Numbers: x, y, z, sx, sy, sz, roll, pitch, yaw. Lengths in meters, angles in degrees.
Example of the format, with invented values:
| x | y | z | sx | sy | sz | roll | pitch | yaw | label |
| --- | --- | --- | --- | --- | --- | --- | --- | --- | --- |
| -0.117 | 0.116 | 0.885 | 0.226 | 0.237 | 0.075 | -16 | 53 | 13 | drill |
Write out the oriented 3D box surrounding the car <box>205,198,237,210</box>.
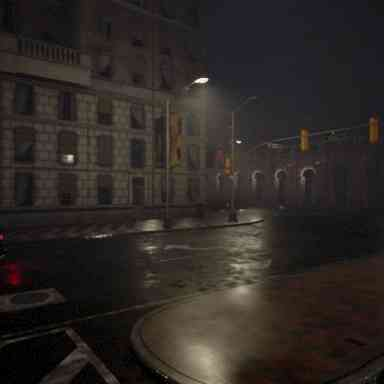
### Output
| x | y | z | sx | sy | sz | roll | pitch | yaw | label |
| --- | --- | --- | --- | --- | --- | --- | --- | --- | --- |
| 2.996 | 1.492 | 43.051 | 2.128 | 1.511 | 4.902 | 0 | 0 | -36 | car |

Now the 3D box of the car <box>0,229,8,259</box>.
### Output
| x | y | z | sx | sy | sz | roll | pitch | yaw | label |
| --- | --- | --- | --- | --- | --- | --- | --- | --- | --- |
| -7.495 | 1.491 | 8.470 | 4.902 | 1.511 | 2.128 | 0 | 0 | -36 | car |

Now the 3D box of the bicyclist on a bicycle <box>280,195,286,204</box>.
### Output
| x | y | z | sx | sy | sz | roll | pitch | yaw | label |
| --- | --- | --- | --- | --- | --- | --- | --- | --- | --- |
| 15.477 | 1.300 | 56.462 | 1.656 | 1.620 | 0.582 | 0 | 0 | -36 | bicyclist on a bicycle |

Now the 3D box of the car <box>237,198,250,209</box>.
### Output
| x | y | z | sx | sy | sz | roll | pitch | yaw | label |
| --- | --- | --- | --- | --- | --- | --- | --- | --- | --- |
| 5.740 | 1.526 | 45.232 | 1.812 | 1.442 | 4.674 | 0 | 0 | -36 | car |
